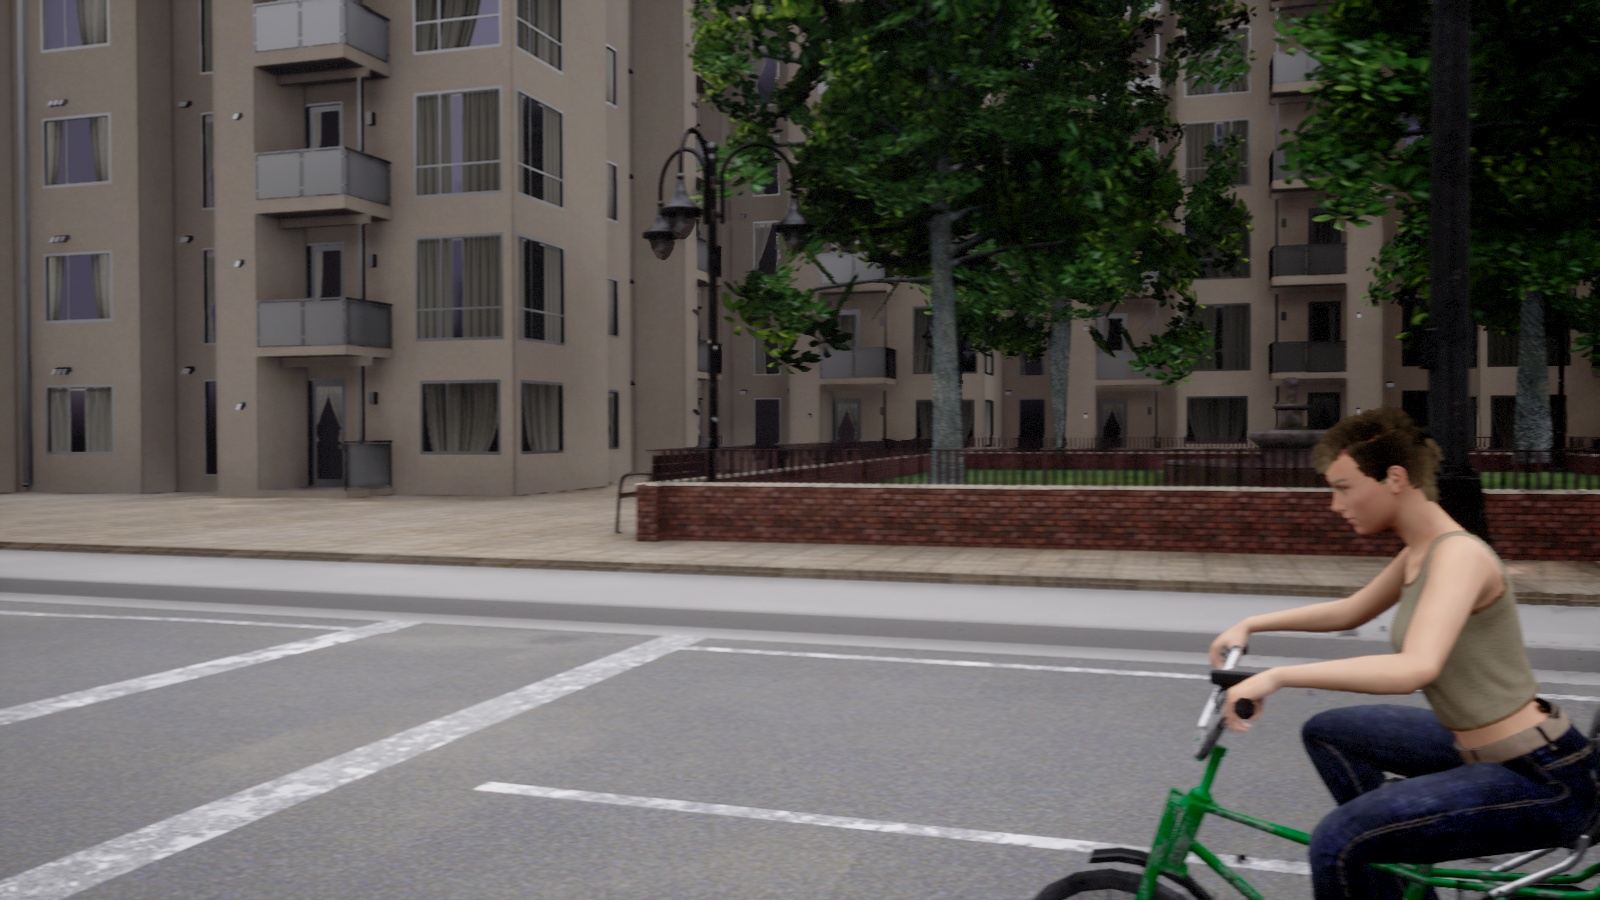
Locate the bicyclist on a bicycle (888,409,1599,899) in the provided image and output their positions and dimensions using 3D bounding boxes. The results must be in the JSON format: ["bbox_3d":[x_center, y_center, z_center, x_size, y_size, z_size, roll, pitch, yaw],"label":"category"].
[{"bbox_3d":[1.043,0.722,2.837,1.509,1.612,0.866,1,1,19],"label":"bicyclist on a bicycle"}]
